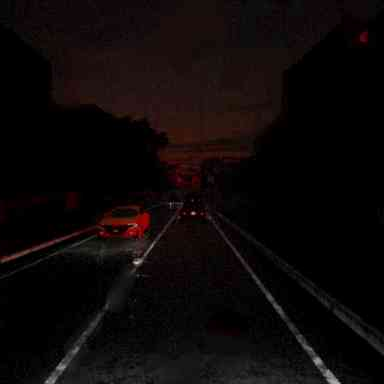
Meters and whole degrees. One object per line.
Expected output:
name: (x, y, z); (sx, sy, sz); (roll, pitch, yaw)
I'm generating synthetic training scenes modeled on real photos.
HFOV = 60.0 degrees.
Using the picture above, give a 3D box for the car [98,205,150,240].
car: (-3.353, 1.446, 17.159); (1.882, 1.535, 5.008); (0, 0, 0)

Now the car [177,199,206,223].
car: (0.082, 1.505, 24.890); (2.033, 1.411, 5.357); (0, 0, 0)

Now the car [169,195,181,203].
car: (-3.018, 1.203, 58.893); (1.994, 1.385, 4.181); (0, 1, 1)

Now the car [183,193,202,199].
car: (0.086, 1.083, 41.445); (2.150, 2.045, 5.566); (0, 0, 1)
